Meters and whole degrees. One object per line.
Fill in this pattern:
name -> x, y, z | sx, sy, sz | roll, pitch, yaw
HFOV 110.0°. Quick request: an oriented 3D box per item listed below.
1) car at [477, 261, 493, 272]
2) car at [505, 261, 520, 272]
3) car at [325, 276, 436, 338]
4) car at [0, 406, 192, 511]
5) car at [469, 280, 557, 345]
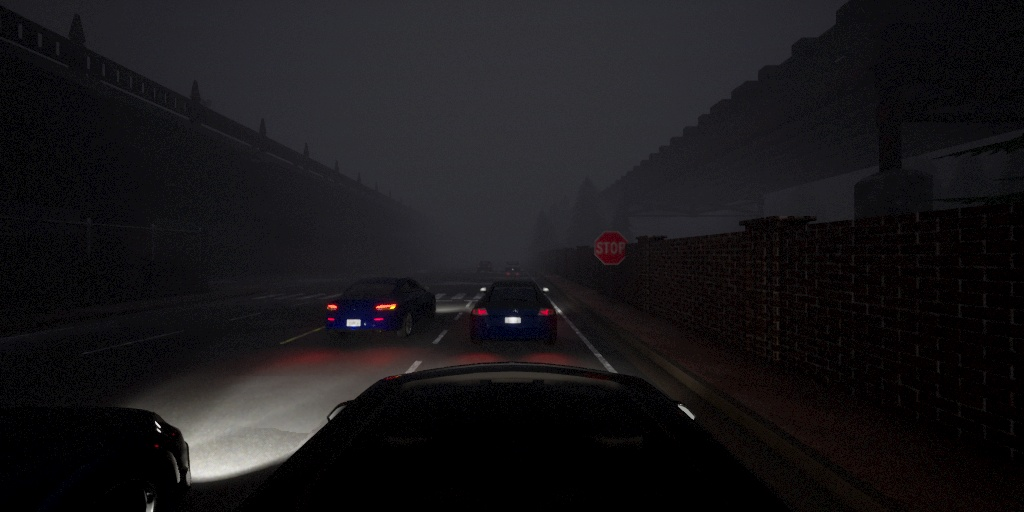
car -> -3.429, 1.297, 46.052 | 2.033, 1.411, 5.357 | 0, 0, -1
car -> 0.065, 1.351, 46.245 | 1.895, 1.301, 4.718 | 0, 0, -1
car -> -3.420, 1.276, 10.031 | 1.812, 1.442, 4.674 | 0, 0, 0
car -> -3.399, 1.314, 0.935 | 1.994, 1.385, 4.181 | 0, 0, 0
car -> 0.062, 1.314, 9.511 | 1.994, 1.385, 4.181 | 0, 0, 1
